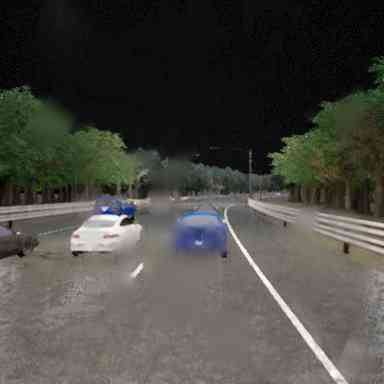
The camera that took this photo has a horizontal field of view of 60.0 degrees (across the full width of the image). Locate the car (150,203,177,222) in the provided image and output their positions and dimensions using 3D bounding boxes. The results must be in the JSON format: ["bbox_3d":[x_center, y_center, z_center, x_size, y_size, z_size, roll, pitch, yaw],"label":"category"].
[{"bbox_3d":[-2.300,1.654,27.742,1.812,1.442,4.674,0,0,5],"label":"car"}]

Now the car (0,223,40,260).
[{"bbox_3d":[-6.783,1.590,10.177,2.033,1.411,5.357,0,0,2],"label":"car"}]

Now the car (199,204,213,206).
[{"bbox_3d":[1.145,1.692,26.967,1.994,1.385,4.181,0,0,5],"label":"car"}]

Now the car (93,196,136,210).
[{"bbox_3d":[-5.959,1.341,26.112,2.150,2.045,5.566,0,0,5],"label":"car"}]

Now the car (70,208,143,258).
[{"bbox_3d":[-3.149,1.580,12.949,1.812,1.442,4.674,0,0,3],"label":"car"}]

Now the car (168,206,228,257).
[{"bbox_3d":[0.374,1.535,13.266,1.882,1.535,5.008,0,0,3],"label":"car"}]
